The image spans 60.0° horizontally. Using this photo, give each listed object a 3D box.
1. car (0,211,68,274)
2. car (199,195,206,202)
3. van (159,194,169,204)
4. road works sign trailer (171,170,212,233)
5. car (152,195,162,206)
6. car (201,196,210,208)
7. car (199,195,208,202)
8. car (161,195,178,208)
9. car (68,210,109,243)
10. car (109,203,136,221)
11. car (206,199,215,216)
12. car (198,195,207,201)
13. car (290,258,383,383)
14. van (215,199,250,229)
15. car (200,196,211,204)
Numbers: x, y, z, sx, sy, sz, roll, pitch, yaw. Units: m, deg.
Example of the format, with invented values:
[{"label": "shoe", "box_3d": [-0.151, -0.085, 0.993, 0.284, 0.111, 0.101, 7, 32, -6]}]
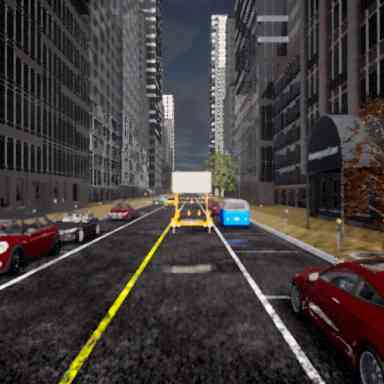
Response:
[{"label": "car", "box_3d": [-5.696, 1.454, 10.347, 1.967, 1.590, 4.097, 0, 0, 0]}, {"label": "car", "box_3d": [2.661, 1.609, 61.579, 2.008, 1.369, 4.403, 0, 0, 0]}, {"label": "van", "box_3d": [-5.722, 1.399, 67.271, 1.690, 1.788, 3.998, 0, 0, 0]}, {"label": "road works sign trailer", "box_3d": [-0.010, 0.488, 19.751, 2.380, 3.560, 2.880, 0, 0, 0]}, {"label": "car", "box_3d": [-5.717, 1.607, 55.886, 2.008, 1.369, 4.403, 0, 0, 0]}, {"label": "car", "box_3d": [2.666, 1.634, 50.194, 1.802, 1.307, 4.206, 0, 0, 0]}, {"label": "car", "box_3d": [2.653, 1.492, 78.657, 1.967, 1.590, 4.097, 0, 0, 0]}, {"label": "car", "box_3d": [-3.104, 1.530, 50.535, 1.882, 1.535, 5.008, 0, 0, 0]}, {"label": "car", "box_3d": [-5.699, 1.571, 16.039, 2.008, 1.369, 4.403, 0, 0, 0]}, {"label": "car", "box_3d": [-5.704, 1.613, 27.423, 1.802, 1.307, 4.206, 0, 0, 0]}, {"label": "car", "box_3d": [2.674, 1.618, 33.116, 1.802, 1.307, 4.206, 0, 0, 0]}, {"label": "car", "box_3d": [2.650, 1.489, 84.349, 1.967, 1.590, 4.097, 0, 0, 0]}, {"label": "car", "box_3d": [2.688, 1.590, 4.656, 1.802, 1.307, 4.206, 0, 0, 0]}, {"label": "van", "box_3d": [2.679, 1.367, 21.733, 1.690, 1.788, 3.998, 0, 0, 0]}, {"label": "car", "box_3d": [2.658, 1.609, 67.271, 2.008, 1.369, 4.403, 0, 0, 0]}]
